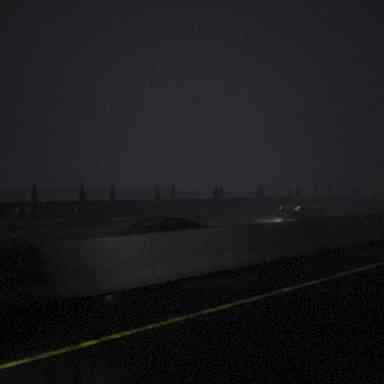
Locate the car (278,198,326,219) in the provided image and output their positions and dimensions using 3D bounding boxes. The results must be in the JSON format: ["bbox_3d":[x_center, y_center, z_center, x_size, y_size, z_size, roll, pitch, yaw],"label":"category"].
[{"bbox_3d":[9.473,1.287,28.510,4.553,1.767,2.097,0,0,-37],"label":"car"}]

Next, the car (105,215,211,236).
[{"bbox_3d":[-1.082,1.548,11.886,4.181,1.385,1.994,0,0,-36],"label":"car"}]
